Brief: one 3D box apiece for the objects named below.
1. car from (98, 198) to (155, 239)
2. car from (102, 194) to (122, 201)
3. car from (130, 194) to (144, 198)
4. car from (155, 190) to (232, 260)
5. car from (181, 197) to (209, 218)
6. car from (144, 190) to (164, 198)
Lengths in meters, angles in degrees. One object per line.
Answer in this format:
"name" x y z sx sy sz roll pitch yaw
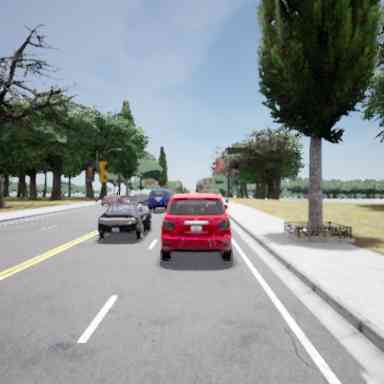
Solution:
"car" -3.063 1.273 15.876 2.128 1.511 4.902 0 1 1
"car" -9.577 0.997 40.215 1.812 1.442 4.674 0 1 0
"car" -6.327 0.976 40.179 1.837 1.490 4.892 0 1 0
"car" 0.151 1.057 11.894 2.150 2.045 5.566 0 1 1
"car" 0.244 1.180 27.220 2.033 1.411 5.357 0 1 1
"car" -2.943 0.792 32.008 2.150 2.045 5.566 0 1 0
